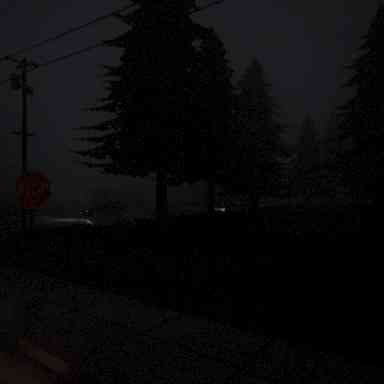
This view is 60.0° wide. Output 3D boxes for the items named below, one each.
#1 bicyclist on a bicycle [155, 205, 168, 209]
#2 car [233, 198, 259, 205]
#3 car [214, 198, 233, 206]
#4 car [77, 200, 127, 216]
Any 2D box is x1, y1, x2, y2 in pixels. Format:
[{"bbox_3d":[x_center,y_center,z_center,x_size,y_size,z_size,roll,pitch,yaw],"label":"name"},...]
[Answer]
[{"bbox_3d":[-2.259,1.315,24.722,1.656,1.620,0.582,0,0,34],"label":"bicyclist on a bicycle"},{"bbox_3d":[8.064,1.534,47.224,1.812,1.442,4.674,0,0,34],"label":"car"},{"bbox_3d":[4.703,1.355,48.673,2.097,1.767,4.553,0,0,34],"label":"car"},{"bbox_3d":[-7.958,1.510,29.668,1.837,1.490,4.892,0,0,34],"label":"car"}]
